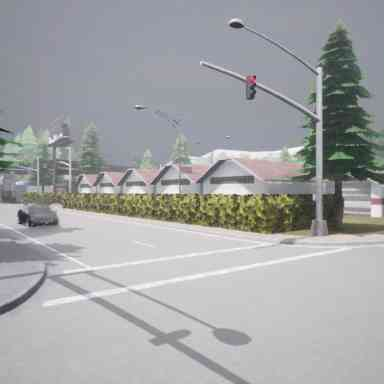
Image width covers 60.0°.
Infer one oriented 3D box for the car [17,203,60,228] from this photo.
[{"bbox_3d":[-10.388,1.568,22.338,1.837,1.490,4.892,0,2,-37],"label":"car"}]
